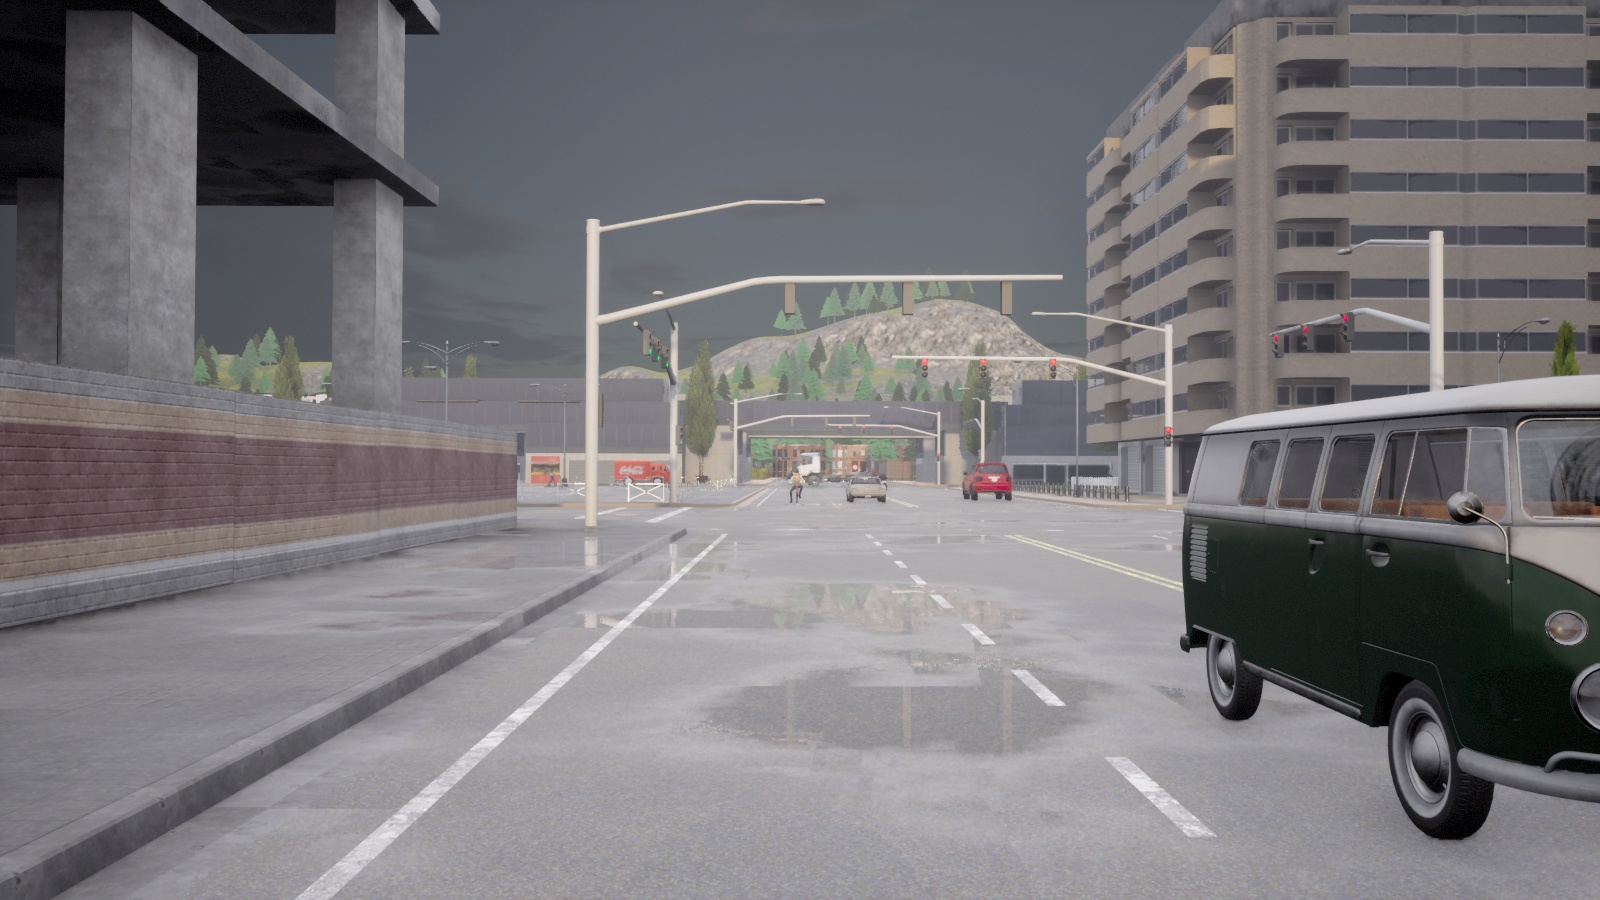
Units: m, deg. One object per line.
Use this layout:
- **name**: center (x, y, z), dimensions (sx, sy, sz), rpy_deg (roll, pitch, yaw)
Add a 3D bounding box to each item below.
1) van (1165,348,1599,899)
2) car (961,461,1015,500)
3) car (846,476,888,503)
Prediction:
- **van**: center (3.485, 0.665, 6.680), dimensions (1.775, 1.987, 4.442), rpy_deg (0, -1, 0)
- **car**: center (10.346, 1.657, 69.569), dimensions (2.150, 2.045, 5.566), rpy_deg (0, -1, 0)
- **car**: center (3.361, 1.973, 63.964), dimensions (1.895, 1.301, 4.718), rpy_deg (0, -1, 0)
